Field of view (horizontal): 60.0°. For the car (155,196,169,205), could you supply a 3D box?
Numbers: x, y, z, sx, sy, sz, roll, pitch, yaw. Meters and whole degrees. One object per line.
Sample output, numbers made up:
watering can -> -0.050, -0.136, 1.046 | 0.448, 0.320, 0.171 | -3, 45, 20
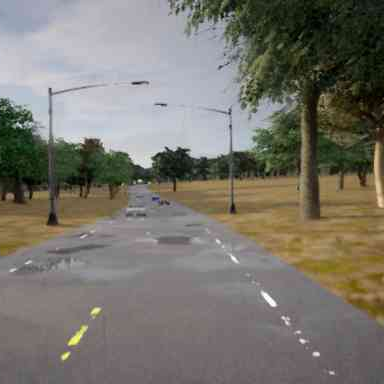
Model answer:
car -> -5.432, 1.770, 62.814 | 1.895, 1.301, 4.718 | -1, 0, -9

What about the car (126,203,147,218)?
car -> -5.534, 1.828, 33.363 | 1.895, 1.301, 4.718 | -1, 0, -5

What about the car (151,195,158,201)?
car -> -9.490, 1.516, 86.229 | 1.882, 1.535, 5.008 | -1, 1, -10
